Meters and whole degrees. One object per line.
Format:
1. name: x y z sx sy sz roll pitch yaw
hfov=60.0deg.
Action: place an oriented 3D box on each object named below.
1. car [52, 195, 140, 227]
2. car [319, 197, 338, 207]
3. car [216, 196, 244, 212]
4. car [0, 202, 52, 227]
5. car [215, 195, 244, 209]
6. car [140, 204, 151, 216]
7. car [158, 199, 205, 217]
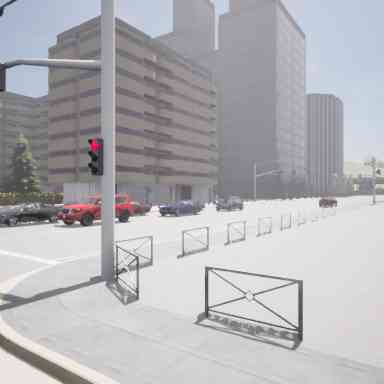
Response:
1. car: -6.618 1.221 23.569 2.150 2.045 5.566 0 0 35
2. car: 20.802 1.478 50.701 1.882 1.535 5.008 0 0 35
3. car: 4.609 1.526 39.837 1.812 1.442 4.674 0 0 35
4. car: -11.281 1.492 22.970 2.128 1.511 4.902 0 0 35
5. car: 5.314 1.352 46.984 2.097 1.767 4.553 0 0 35
6. car: -6.022 1.601 30.602 1.895 1.301 4.718 0 0 35
7. car: -1.075 1.601 31.614 1.895 1.301 4.718 0 0 35
